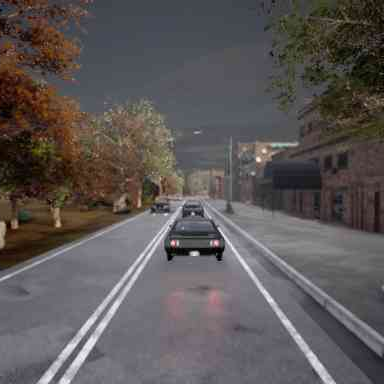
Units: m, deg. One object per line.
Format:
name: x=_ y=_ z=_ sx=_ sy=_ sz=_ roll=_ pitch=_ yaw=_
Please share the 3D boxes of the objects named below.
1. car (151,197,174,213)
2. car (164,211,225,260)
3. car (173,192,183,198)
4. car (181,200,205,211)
car: x=-3.361 y=1.537 z=36.815 sx=1.994 sy=1.385 sz=4.181 roll=0 pitch=0 yaw=0
car: x=0.085 y=1.592 z=12.366 sx=1.895 sy=1.301 sz=4.718 roll=0 pitch=0 yaw=0
car: x=-3.293 y=0.935 z=78.498 sx=2.150 sy=2.045 sz=5.566 roll=0 pitch=0 yaw=0
car: x=0.080 y=1.485 z=29.300 sx=1.837 sy=1.490 sz=4.892 roll=0 pitch=0 yaw=0
